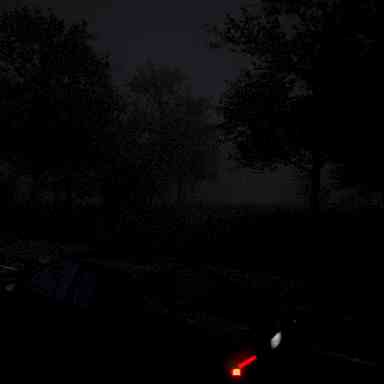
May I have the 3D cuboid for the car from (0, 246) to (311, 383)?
[{"bbox_3d":[-1.180,1.549,4.834,5.357,1.411,2.033,0,0,36],"label":"car"}]
